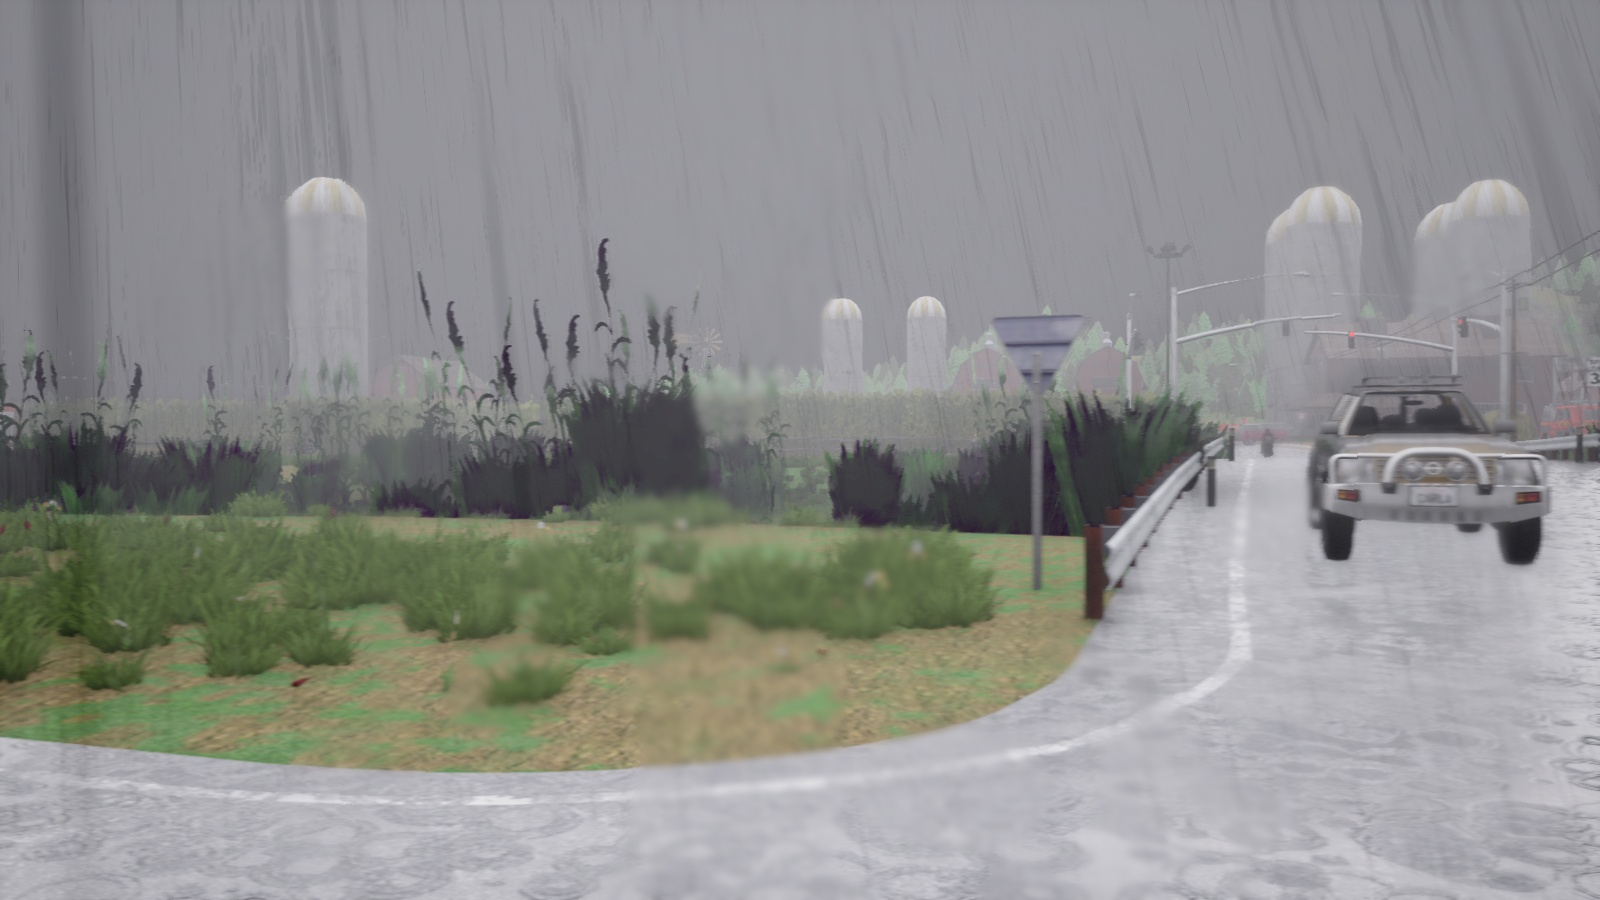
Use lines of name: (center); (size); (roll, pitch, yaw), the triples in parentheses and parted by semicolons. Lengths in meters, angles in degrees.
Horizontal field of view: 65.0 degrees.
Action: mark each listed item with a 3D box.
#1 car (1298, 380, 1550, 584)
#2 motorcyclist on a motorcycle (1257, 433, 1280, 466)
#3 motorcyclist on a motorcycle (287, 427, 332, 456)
car: (6.627, 0.181, 13.846); (1.932, 1.855, 4.605); (1, 3, 20)
motorcyclist on a motorcycle: (21.700, -0.043, 58.219); (0.797, 1.523, 2.044); (0, 1, 15)
motorcyclist on a motorcycle: (-28.750, -0.493, 73.583); (2.350, 1.649, 0.766); (0, 0, 5)
